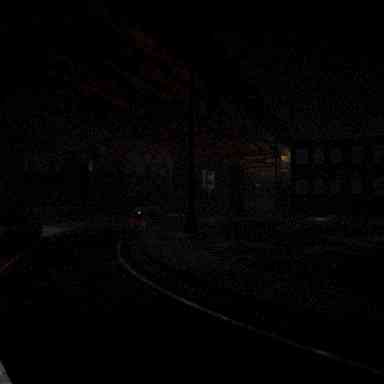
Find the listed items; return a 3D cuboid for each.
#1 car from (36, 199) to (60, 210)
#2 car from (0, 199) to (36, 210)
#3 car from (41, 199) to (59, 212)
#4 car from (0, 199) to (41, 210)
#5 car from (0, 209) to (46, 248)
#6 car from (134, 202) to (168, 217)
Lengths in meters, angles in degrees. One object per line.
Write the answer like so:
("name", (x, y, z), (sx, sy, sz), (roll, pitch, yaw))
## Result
("car", (-18.184, 1.515, 41.880), (1.853, 1.218, 4.536), (1, -1, -35))
("car", (-21.395, 1.475, 39.898), (4.536, 1.218, 1.853), (0, 0, -5))
("car", (-18.155, 1.673, 41.836), (2.038, 1.542, 4.974), (1, -1, -35))
("car", (-21.345, 1.633, 39.901), (4.974, 1.542, 2.038), (0, 0, -5))
("car", (-8.409, 1.669, 15.038), (1.895, 1.301, 4.718), (0, 0, -6))
("car", (-4.160, 1.784, 34.169), (1.812, 1.442, 4.674), (0, -1, 23))
